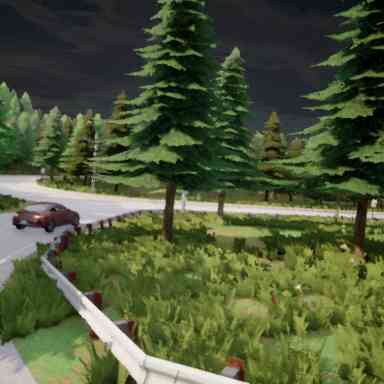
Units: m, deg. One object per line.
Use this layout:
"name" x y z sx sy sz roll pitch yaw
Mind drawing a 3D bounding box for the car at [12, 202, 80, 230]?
"car" -7.896 1.276 18.402 1.812 1.442 4.674 5 1 6
